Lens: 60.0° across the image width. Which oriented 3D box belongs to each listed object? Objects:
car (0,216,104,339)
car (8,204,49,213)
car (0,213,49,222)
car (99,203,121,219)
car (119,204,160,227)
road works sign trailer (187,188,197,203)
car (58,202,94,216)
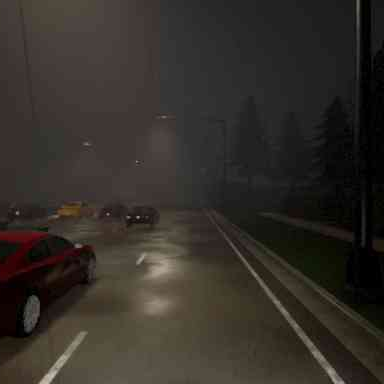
[{"bbox_3d":[-3.451,1.511,6.678,1.882,1.535,5.008,0,0,0],"label":"car"},{"bbox_3d":[-14.211,1.705,29.084,1.994,1.385,4.181,0,0,0],"label":"car"},{"bbox_3d":[-6.919,1.659,12.000,1.895,1.301,4.718,0,0,0],"label":"car"},{"bbox_3d":[-6.919,1.670,29.679,1.812,1.442,4.674,0,0,0],"label":"car"},{"bbox_3d":[-3.436,1.663,23.752,2.033,1.411,5.357,0,0,0],"label":"car"},{"bbox_3d":[0.000,0.857,81.081,2.380,3.560,2.880,0,0,0],"label":"road works sign trailer"},{"bbox_3d":[-10.411,1.624,30.213,1.882,1.535,5.008,0,0,0],"label":"car"}]
